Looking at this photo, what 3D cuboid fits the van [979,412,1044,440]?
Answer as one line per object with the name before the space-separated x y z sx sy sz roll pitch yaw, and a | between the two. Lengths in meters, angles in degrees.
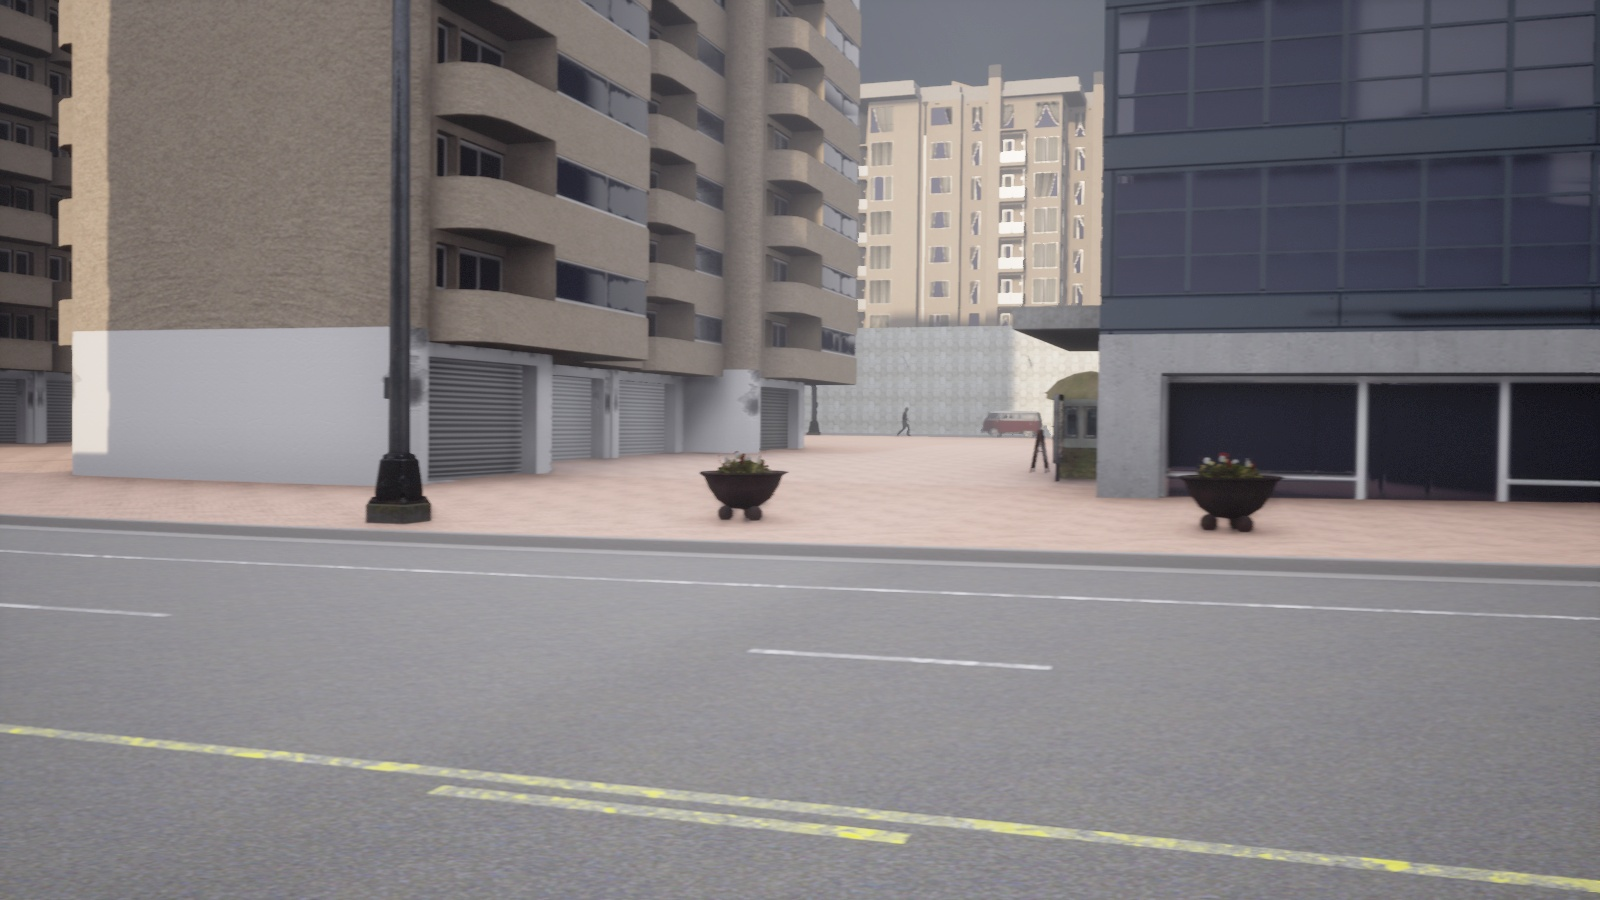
van | 15.645 -1.785 92.734 4.442 1.987 1.775 2 1 20
